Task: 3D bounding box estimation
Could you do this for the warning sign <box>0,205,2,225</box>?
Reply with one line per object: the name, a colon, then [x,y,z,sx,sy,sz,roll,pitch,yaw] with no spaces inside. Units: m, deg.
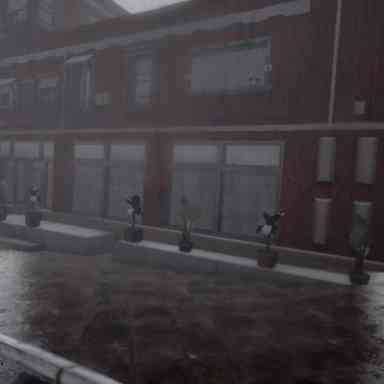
warning sign: [-4.601,1.094,6.210,1.060,1.860,1.300,5,-2,29]
